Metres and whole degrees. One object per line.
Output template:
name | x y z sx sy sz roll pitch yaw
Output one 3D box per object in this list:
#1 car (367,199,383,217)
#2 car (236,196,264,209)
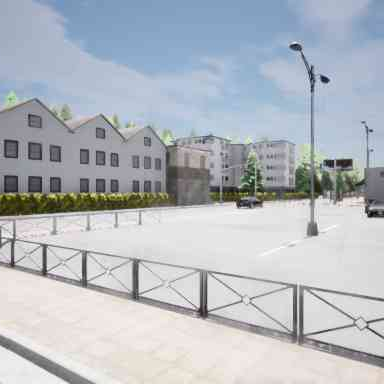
car | 15.416 1.298 26.814 2.007 1.523 4.514 0 0 35
car | 7.360 1.286 41.957 1.882 1.535 5.008 0 0 35
